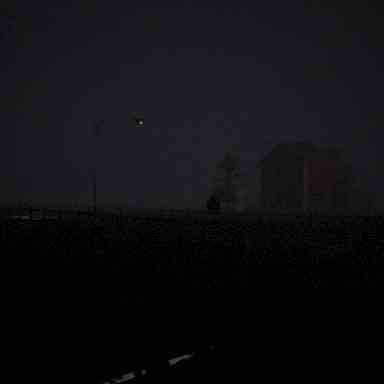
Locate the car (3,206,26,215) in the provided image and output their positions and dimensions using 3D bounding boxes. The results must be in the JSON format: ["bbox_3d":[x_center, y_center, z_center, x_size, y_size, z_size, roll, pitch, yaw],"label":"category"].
[{"bbox_3d":[-24.823,2.538,46.487,1.895,1.301,4.718,1,-2,-43],"label":"car"}]
